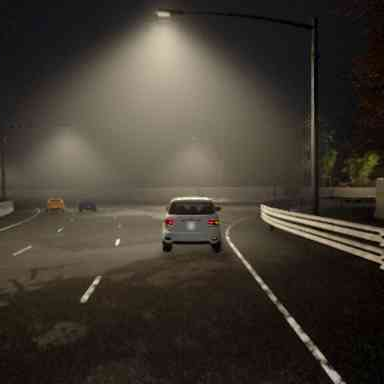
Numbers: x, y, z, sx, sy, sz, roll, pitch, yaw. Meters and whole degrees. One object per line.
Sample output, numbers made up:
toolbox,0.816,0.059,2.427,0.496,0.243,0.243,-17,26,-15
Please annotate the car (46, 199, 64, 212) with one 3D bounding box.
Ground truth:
car,-16.322,1.521,39.679,1.882,1.535,5.008,0,0,-23

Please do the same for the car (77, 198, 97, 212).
car,-12.589,1.515,39.837,1.882,1.535,5.008,0,0,-22

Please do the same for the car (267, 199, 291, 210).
car,10.243,1.562,40.113,1.994,1.385,4.181,0,0,42

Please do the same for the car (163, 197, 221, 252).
car,0.064,1.227,14.148,2.150,2.045,5.566,0,0,2
